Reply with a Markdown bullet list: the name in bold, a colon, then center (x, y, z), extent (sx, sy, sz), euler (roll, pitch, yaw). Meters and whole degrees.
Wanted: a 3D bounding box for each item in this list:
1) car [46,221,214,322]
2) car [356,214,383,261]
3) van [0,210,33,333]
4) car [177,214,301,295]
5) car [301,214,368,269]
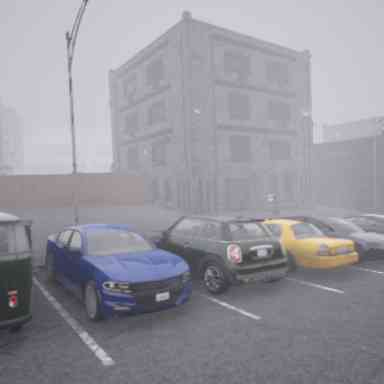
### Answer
- **car**: center (-1.943, 1.488, 7.625), extent (2.097, 1.535, 5.008), euler (0, 0, -36)
- **car**: center (4.995, 1.609, 12.534), extent (2.163, 1.488, 4.792), euler (1, 0, -36)
- **van**: center (-4.266, 1.254, 6.105), extent (1.878, 1.987, 4.442), euler (0, 0, -36)
- **car**: center (0.350, 1.389, 9.217), extent (2.185, 1.767, 4.553), euler (1, 0, -36)
- **car**: center (2.599, 1.545, 11.088), extent (1.946, 1.575, 5.366), euler (1, 0, -36)
